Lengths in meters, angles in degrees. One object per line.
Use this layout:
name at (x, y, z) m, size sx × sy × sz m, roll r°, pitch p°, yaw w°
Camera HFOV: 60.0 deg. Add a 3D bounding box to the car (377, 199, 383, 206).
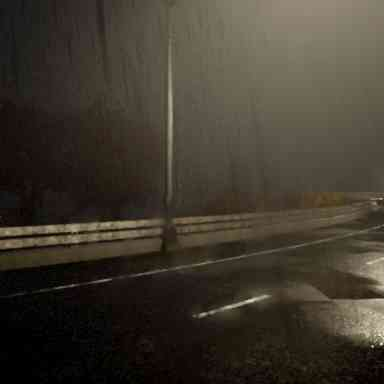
car at (36.577, 1.885, 62.781) m, size 1.895 × 1.301 × 4.718 m, roll 0°, pitch 0°, yaw 14°
